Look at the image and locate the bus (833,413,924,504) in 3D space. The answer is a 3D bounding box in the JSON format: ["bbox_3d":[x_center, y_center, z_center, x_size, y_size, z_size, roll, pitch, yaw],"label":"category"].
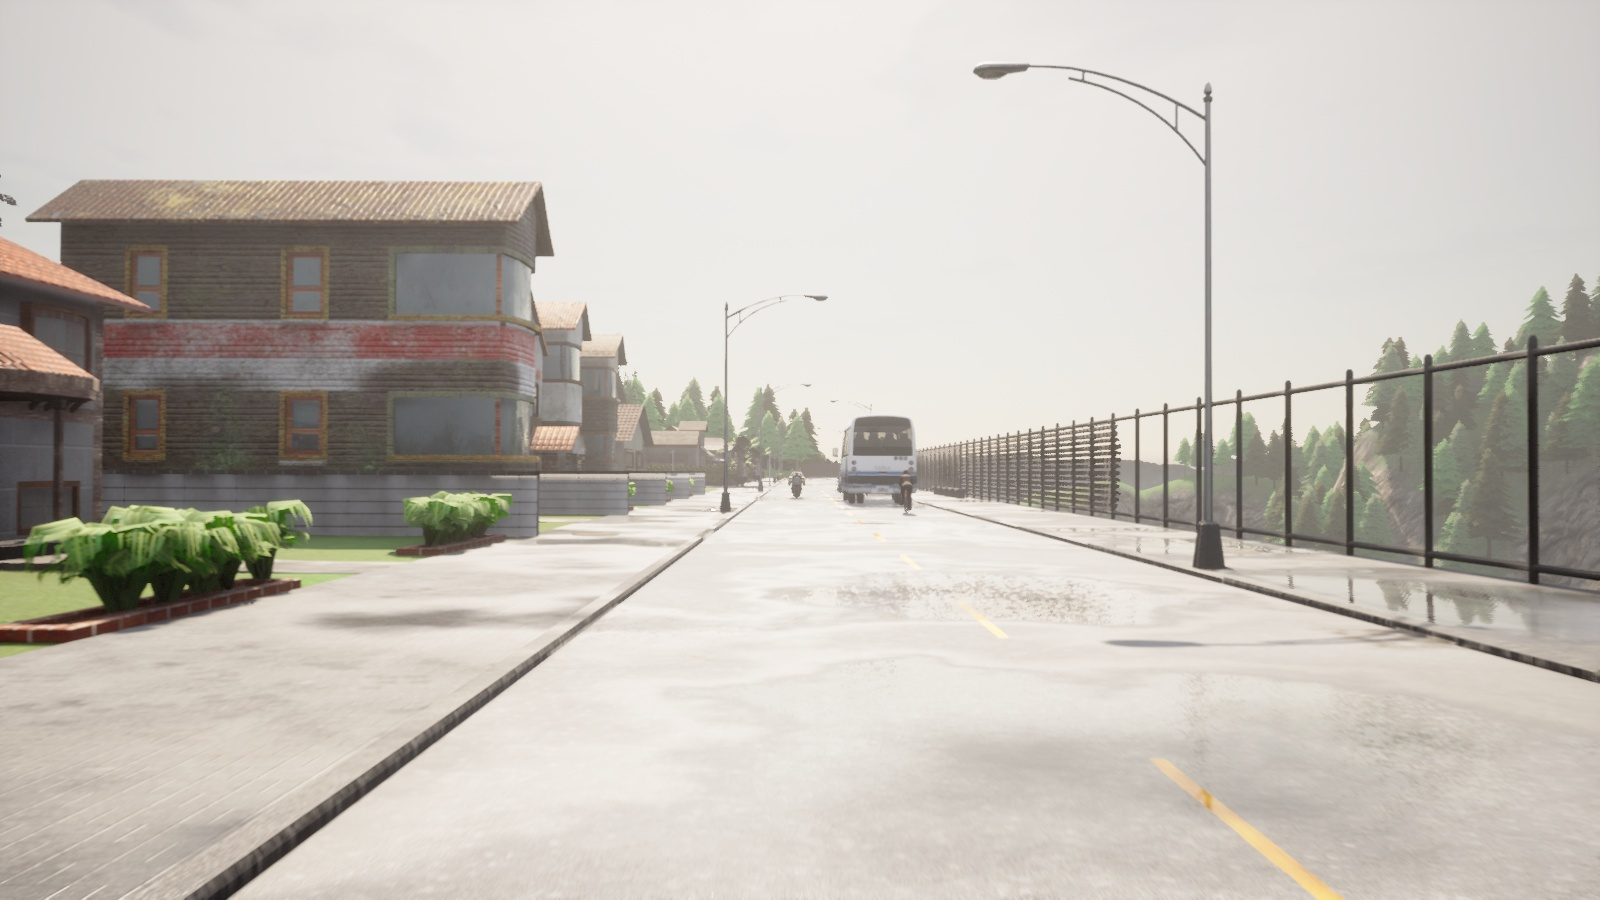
[{"bbox_3d":[3.839,0.496,64.104,3.944,4.253,10.273,0,-1,0],"label":"bus"}]

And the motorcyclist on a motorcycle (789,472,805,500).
[{"bbox_3d":[-0.174,2.053,71.840,0.866,1.530,2.191,0,-1,0],"label":"motorcyclist on a motorcycle"}]
